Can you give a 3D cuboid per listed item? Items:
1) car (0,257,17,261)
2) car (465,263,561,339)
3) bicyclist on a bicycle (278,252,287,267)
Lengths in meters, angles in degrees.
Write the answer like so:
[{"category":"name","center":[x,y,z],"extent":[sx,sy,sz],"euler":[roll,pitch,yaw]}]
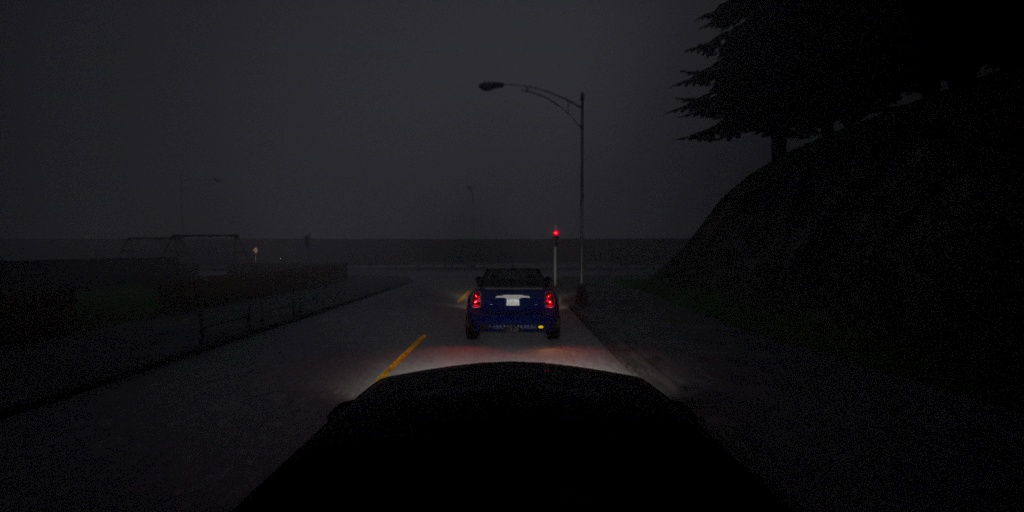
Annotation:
[{"category":"car","center":[-44.476,0.814,29.536],"extent":[4.181,1.385,1.994],"euler":[0,1,0]},{"category":"car","center":[0.035,0.958,9.718],"extent":[2.097,1.767,4.553],"euler":[0,1,0]},{"category":"bicyclist on a bicycle","center":[-24.265,0.448,37.900],"extent":[0.582,1.620,1.656],"euler":[0,1,0]}]
